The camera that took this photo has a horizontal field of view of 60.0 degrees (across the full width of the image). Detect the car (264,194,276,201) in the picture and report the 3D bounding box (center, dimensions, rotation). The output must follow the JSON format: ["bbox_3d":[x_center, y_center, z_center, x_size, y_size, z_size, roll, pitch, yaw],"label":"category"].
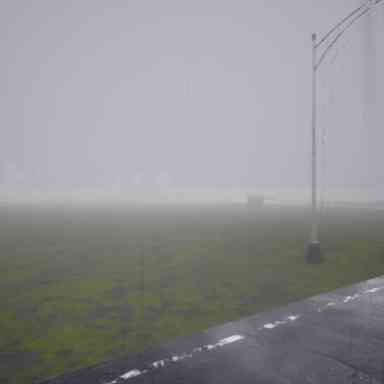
[{"bbox_3d":[17.249,1.179,75.096,1.837,1.490,4.892,-1,0,-12],"label":"car"}]
